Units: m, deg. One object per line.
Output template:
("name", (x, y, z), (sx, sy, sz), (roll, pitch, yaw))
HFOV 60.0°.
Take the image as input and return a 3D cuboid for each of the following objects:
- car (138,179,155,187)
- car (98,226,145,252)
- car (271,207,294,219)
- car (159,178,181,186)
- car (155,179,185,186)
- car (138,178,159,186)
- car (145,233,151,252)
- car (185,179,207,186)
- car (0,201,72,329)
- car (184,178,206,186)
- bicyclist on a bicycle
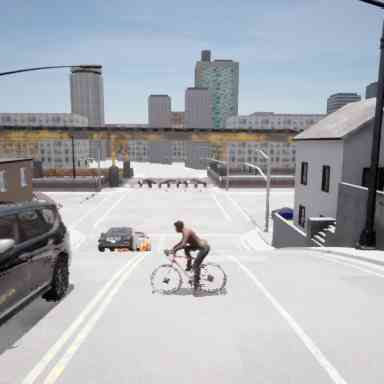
("car", (-9.262, -1.931, 70.345), (4.974, 1.542, 2.038), (8, 11, 42))
("car", (-4.135, 2.776, 19.495), (1.837, 1.490, 4.892), (0, -11, -2))
("car", (11.978, 2.629, 41.111), (4.181, 1.385, 1.994), (0, 8, -1))
("car", (-4.613, -2.089, 70.465), (4.536, 1.218, 1.853), (-6, 11, -37))
("car", (-4.655, -1.928, 70.457), (4.974, 1.542, 2.038), (-6, 11, -37))
("car", (-9.300, -2.092, 70.356), (4.536, 1.218, 1.853), (8, 11, 42))
("car", (-4.332, 3.839, 25.621), (2.097, 1.767, 4.553), (0, -8, -3))
("car", (0.693, -2.040, 71.355), (4.974, 1.542, 2.038), (5, 10, 27))
("car", (-3.717, 1.210, 5.370), (2.150, 2.045, 5.566), (0, 0, -2))
("car", (0.648, -2.199, 71.356), (4.536, 1.218, 1.853), (5, 10, 27))
("bicyclist on a bicycle", (-0.091, 1.437, 7.221), (1.656, 1.620, 0.582), (-2, 0, 0))
